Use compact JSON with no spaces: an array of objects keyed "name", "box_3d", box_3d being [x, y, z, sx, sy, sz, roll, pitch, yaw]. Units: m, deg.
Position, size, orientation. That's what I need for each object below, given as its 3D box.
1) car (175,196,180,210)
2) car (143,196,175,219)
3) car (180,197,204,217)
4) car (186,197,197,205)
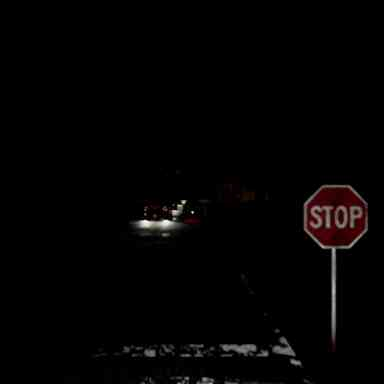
[{"name":"car","box_3d":[-2.904,1.537,42.754,1.837,1.490,4.892,0,0,0]},{"name":"car","box_3d":[-2.941,1.373,29.135,2.097,1.767,4.553,0,0,2]},{"name":"car","box_3d":[0.055,1.527,31.716,1.837,1.490,4.892,0,0,0]},{"name":"car","box_3d":[-0.083,1.613,61.546,1.994,1.385,4.181,0,0,0]}]
